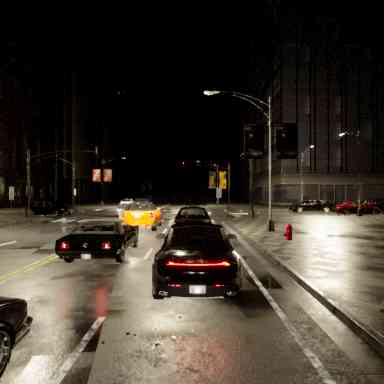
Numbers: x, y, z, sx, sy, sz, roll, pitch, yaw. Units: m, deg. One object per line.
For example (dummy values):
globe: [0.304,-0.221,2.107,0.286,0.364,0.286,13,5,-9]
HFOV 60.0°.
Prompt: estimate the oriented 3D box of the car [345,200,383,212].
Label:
car: [20.910,1.644,39.873,4.313,1.339,1.947,0,0,-1]

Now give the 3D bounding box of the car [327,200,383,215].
car: [15.382,1.577,31.273,4.206,1.307,1.802,0,0,-1]

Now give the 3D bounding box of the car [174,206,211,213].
car: [0.038,1.510,17.900,1.882,1.535,5.008,0,0,0]

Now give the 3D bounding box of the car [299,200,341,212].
car: [15.270,1.663,39.797,4.313,1.339,1.947,0,0,-1]

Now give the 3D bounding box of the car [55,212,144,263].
car: [-3.123,1.615,12.020,1.895,1.301,4.718,0,0,0]

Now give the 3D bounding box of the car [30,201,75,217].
car: [-13.602,1.622,32.103,4.892,1.490,1.837,-1,-2,19]

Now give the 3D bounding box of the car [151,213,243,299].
car: [0.116,1.512,8.409,1.837,1.490,4.892,0,0,0]

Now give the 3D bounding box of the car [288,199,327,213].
car: [13.207,1.576,37.016,4.892,1.490,1.837,0,-1,-1]

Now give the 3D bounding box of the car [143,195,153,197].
car: [-9.598,1.603,71.790,2.150,2.045,5.566,0,0,0]

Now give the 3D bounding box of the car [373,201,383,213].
car: [23.108,1.640,37.150,4.718,1.301,1.895,0,-1,-1]

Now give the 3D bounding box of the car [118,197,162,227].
car: [-3.104,1.397,21.014,2.097,1.767,4.553,0,0,0]

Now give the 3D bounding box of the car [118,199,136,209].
car: [-9.736,1.746,50.428,1.812,1.442,4.674,0,0,0]

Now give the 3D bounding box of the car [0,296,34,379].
car: [-3.152,1.548,2.233,2.033,1.411,5.357,0,0,0]
